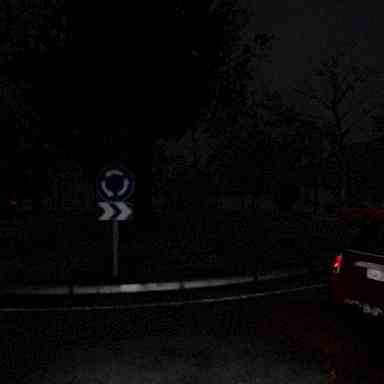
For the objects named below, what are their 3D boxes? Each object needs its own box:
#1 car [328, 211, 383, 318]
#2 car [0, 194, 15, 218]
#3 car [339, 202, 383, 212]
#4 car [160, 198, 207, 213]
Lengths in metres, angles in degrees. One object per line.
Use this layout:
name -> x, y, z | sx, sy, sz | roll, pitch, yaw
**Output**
car -> 4.797, 1.337, 6.271 | 4.553, 1.767, 2.097 | 0, 0, -28
car -> -17.689, 1.158, 27.579 | 2.150, 2.045, 5.566 | -1, 0, 30
car -> 12.182, 1.425, 23.198 | 1.882, 1.535, 5.008 | 1, 0, -7
car -> -0.936, 1.396, 35.765 | 5.008, 1.535, 1.882 | 0, -1, 12
